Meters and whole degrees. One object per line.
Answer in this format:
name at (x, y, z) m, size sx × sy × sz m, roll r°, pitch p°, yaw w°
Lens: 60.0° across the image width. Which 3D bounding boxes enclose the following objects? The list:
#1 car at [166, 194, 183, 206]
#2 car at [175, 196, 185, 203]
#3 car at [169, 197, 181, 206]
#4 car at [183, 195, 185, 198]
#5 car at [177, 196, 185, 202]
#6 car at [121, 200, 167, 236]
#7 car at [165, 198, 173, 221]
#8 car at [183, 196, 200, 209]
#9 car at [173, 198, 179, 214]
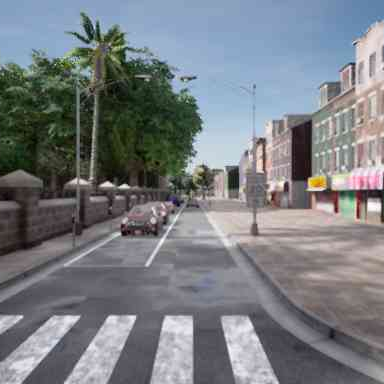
car at (-2.975, 1.295, 51.878) m, size 2.150 × 2.045 × 5.566 m, roll 0°, pitch 0°, yaw 0°
car at (-2.637, 1.712, 75.128) m, size 2.008 × 1.369 × 4.403 m, roll 0°, pitch 0°, yaw 0°
car at (-3.014, 1.595, 58.847) m, size 1.837 × 1.490 × 4.892 m, roll 0°, pitch 0°, yaw 0°
car at (-2.637, 1.680, 69.439) m, size 1.887 × 1.381 × 4.507 m, roll 0°, pitch 0°, yaw 0°
car at (-2.637, 1.755, 80.817) m, size 1.947 × 1.339 × 4.313 m, roll 0°, pitch 0°, yaw 0°
car at (-2.638, 1.438, 18.242) m, size 1.967 × 1.590 × 4.097 m, roll 0°, pitch 0°, yaw 0°
car at (-2.637, 1.444, 23.930) m, size 1.967 × 1.590 × 4.097 m, roll 0°, pitch 0°, yaw 0°
car at (0.103, 1.607, 47.497) m, size 2.033 × 1.411 × 5.357 m, roll 0°, pitch 0°, yaw -1°
car at (-2.638, 1.605, 35.308) m, size 1.802 × 1.307 × 4.206 m, roll 0°, pitch 0°, yaw 0°
